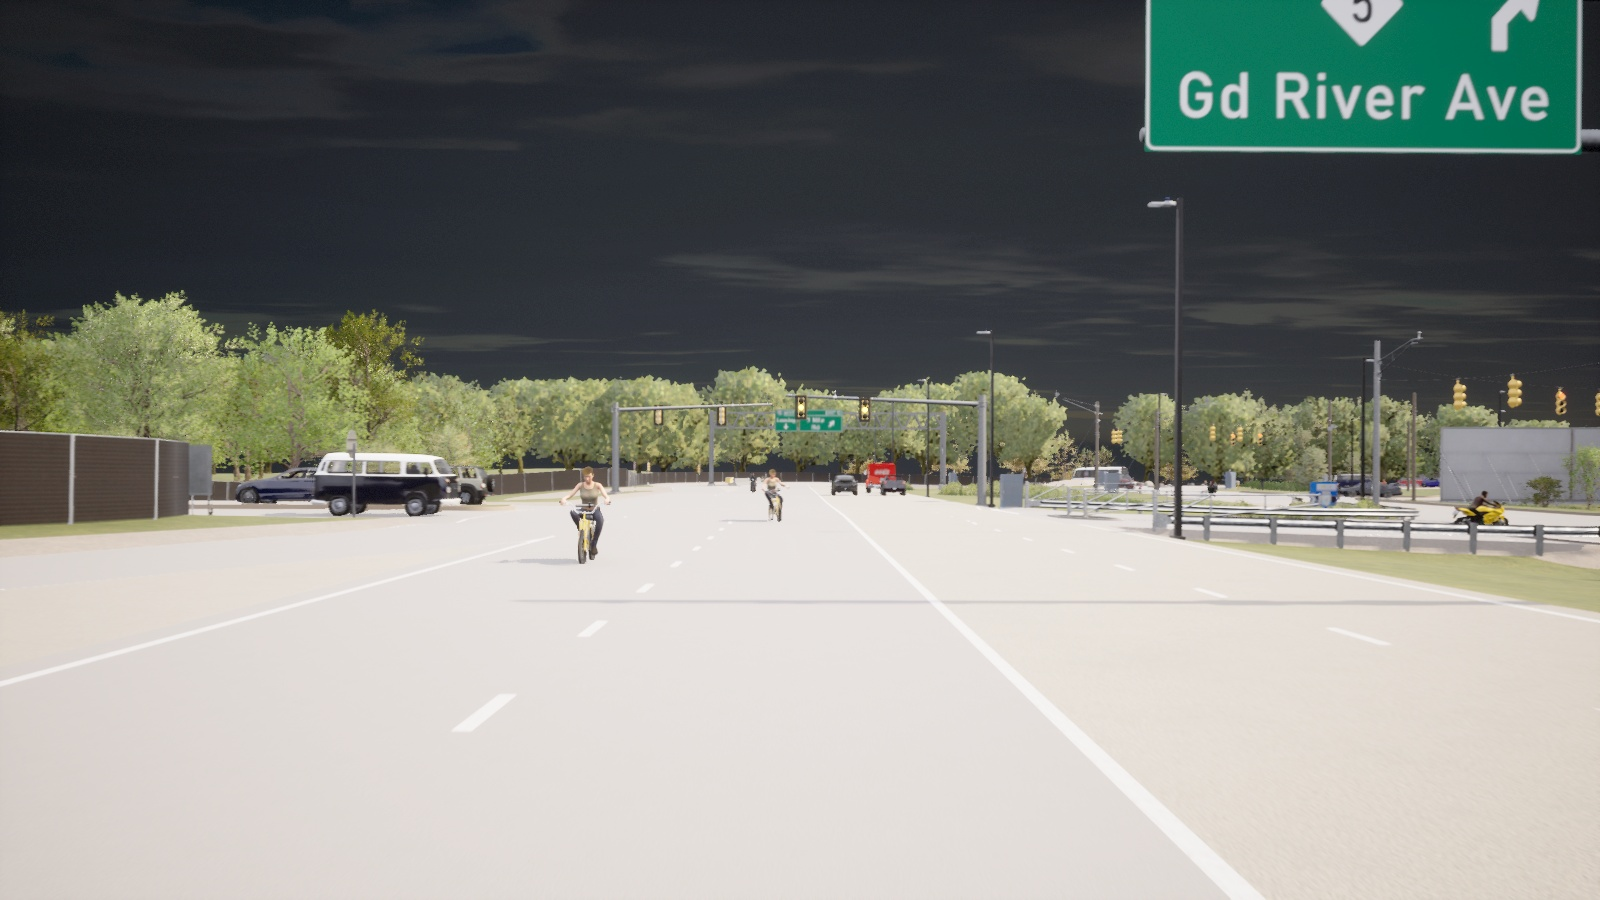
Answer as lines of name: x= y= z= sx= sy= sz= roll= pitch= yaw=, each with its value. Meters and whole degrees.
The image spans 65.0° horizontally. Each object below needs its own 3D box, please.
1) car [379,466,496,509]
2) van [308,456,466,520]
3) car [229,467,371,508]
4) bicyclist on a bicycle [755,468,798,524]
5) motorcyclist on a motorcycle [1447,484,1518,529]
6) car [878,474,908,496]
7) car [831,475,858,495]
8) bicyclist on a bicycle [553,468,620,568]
car: x=-15.987 y=1.655 z=55.597 sx=4.605 sy=1.855 sz=1.932 roll=0 pitch=-1 yaw=0
van: x=-13.390 y=1.229 z=40.911 sx=4.480 sy=2.038 sz=2.069 roll=0 pitch=-1 yaw=0
car: x=-20.705 y=1.545 z=52.126 sx=5.027 sy=1.651 sz=2.152 roll=0 pitch=-1 yaw=0
bicyclist on a bicycle: x=-0.720 y=1.391 z=38.280 sx=0.866 sy=1.612 sz=1.509 roll=-3 pitch=0 yaw=-16
motorcyclist on a motorcycle: x=24.282 y=2.008 z=44.687 sx=2.044 sy=1.523 sz=0.797 roll=-2 pitch=0 yaw=-3
car: x=6.782 y=2.544 z=91.851 sx=1.845 sy=1.501 sz=3.633 roll=0 pitch=-1 yaw=0
car: x=3.279 y=2.568 z=92.864 sx=1.837 sy=1.490 sz=4.892 roll=0 pitch=-1 yaw=0
bicyclist on a bicycle: x=-3.552 y=1.112 z=21.002 sx=0.866 sy=1.612 sz=1.509 roll=0 pitch=-1 yaw=0
